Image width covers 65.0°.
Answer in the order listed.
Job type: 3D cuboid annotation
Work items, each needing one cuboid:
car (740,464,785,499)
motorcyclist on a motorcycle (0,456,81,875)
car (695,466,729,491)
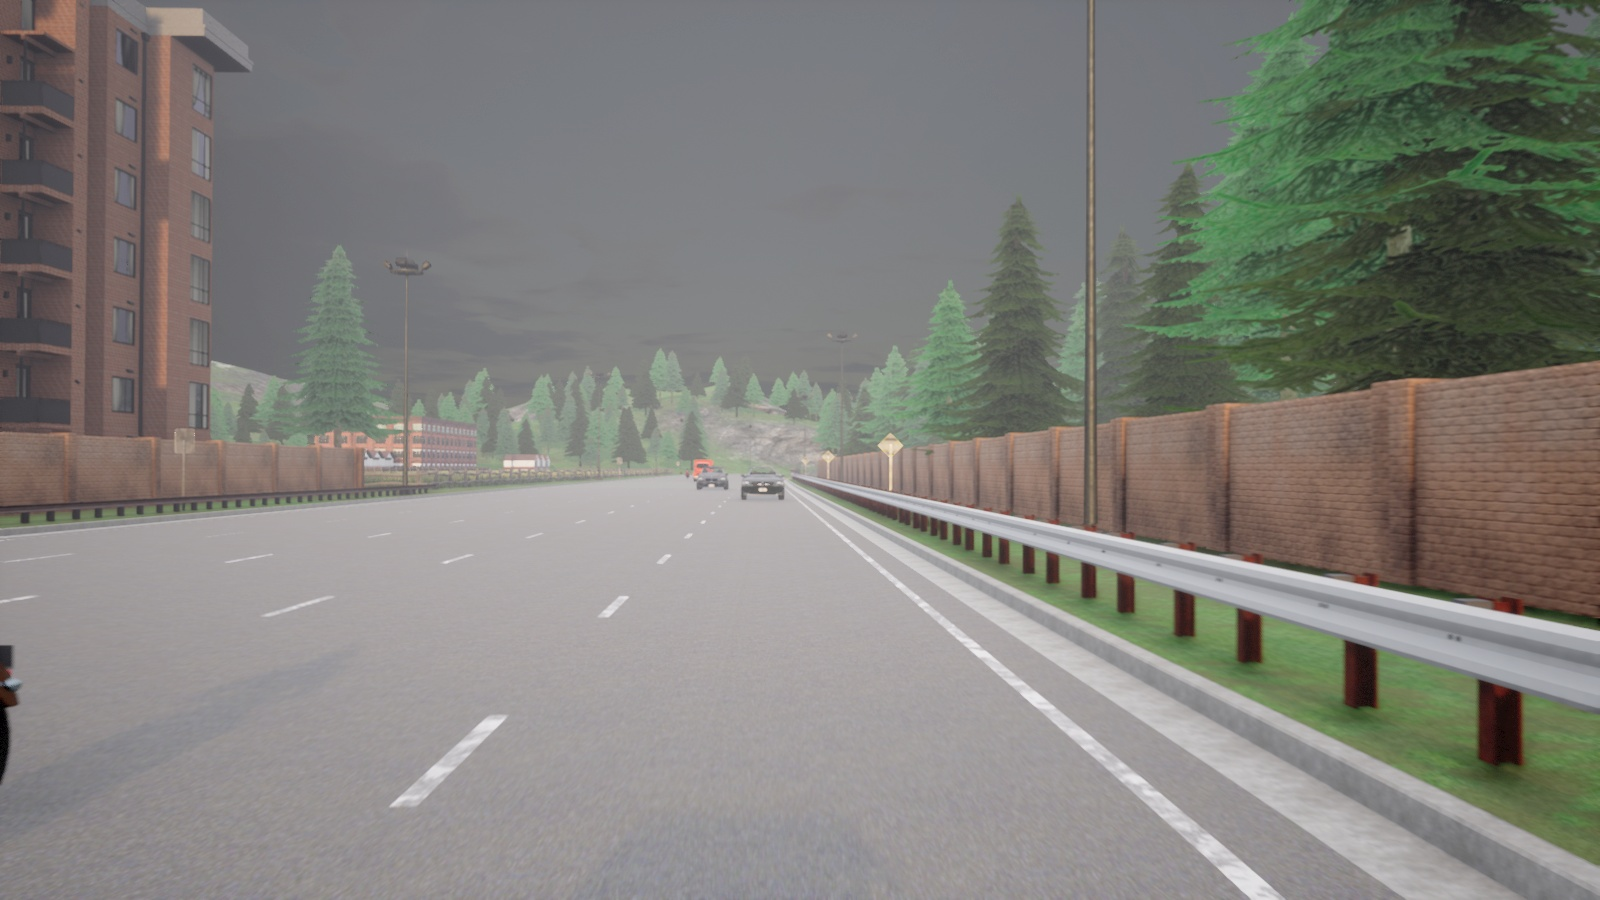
[{"bbox_3d":[-1.863,1.519,62.137,2.152,1.651,5.027,0,-1,-2],"label":"car"},{"bbox_3d":[-3.515,0.841,4.347,0.766,1.649,2.350,0,-1,-2],"label":"motorcyclist on a motorcycle"},{"bbox_3d":[-6.233,2.006,89.289,2.242,1.667,4.611,0,-1,-2],"label":"car"}]
